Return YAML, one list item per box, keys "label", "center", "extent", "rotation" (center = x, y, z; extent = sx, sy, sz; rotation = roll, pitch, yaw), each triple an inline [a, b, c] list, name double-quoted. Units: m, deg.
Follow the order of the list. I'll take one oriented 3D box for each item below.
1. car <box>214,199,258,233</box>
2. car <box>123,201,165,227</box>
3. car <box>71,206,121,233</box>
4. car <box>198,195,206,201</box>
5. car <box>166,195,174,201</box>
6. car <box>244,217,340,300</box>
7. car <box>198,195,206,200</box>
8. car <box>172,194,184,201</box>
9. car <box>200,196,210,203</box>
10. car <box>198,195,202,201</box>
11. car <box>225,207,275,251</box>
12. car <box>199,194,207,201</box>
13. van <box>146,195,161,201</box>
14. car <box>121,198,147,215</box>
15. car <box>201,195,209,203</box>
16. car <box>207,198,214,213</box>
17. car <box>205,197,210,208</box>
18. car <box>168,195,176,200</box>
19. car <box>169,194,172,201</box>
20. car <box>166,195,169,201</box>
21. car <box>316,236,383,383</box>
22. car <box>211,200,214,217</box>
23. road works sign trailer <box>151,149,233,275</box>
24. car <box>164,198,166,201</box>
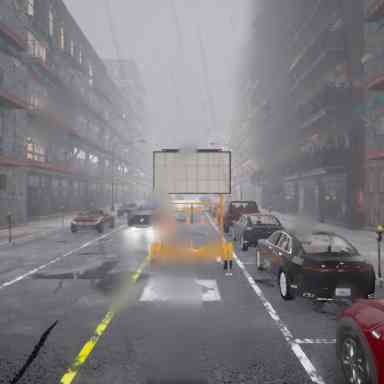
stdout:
- label: "car"
  center: [2.705, 1.316, 19.461]
  extent: [2.192, 1.841, 5.009]
  rotation: [1, 0, 0]
- label: "car"
  center: [-3.099, 1.564, 22.670]
  extent: [1.994, 1.385, 4.181]
  rotation: [0, 0, 0]
- label: "car"
  center: [-5.679, 1.583, 19.518]
  extent: [1.802, 1.307, 4.206]
  rotation: [1, 0, 0]
- label: "car"
  center: [2.705, 1.502, 87.511]
  extent: [1.887, 1.381, 4.507]
  rotation: [1, 0, 0]
- label: "car"
  center: [-5.674, 1.483, 87.406]
  extent: [1.752, 1.417, 4.829]
  rotation: [1, 0, 0]
- label: "car"
  center: [2.701, 1.553, 8.119]
  extent: [2.008, 1.369, 4.403]
  rotation: [1, 0, 0]
- label: "car"
  center: [2.705, 1.502, 93.181]
  extent: [2.008, 1.369, 4.403]
  rotation: [1, 0, 0]
- label: "car"
  center: [-2.997, 1.316, 80.780]
  extent: [2.097, 1.767, 4.553]
  rotation: [0, 0, 0]
- label: "car"
  center: [2.705, 1.557, 70.500]
  extent: [1.802, 1.307, 4.206]
  rotation: [1, 0, 0]
- label: "car"
  center: [2.705, 1.420, 64.828]
  extent: [1.967, 1.590, 4.097]
  rotation: [1, 0, 0]
- label: "car"
  center: [2.701, 1.553, 13.789]
  extent: [2.008, 1.369, 4.403]
  rotation: [1, 0, 0]
- label: "car"
  center: [2.706, 1.404, 81.839]
  extent: [1.967, 1.590, 4.097]
  rotation: [1, 0, 0]
- label: "van"
  center: [-5.674, 1.333, 47.876]
  extent: [1.690, 1.788, 3.998]
  rotation: [1, 0, 0]
- label: "car"
  center: [-5.678, 1.564, 30.862]
  extent: [1.947, 1.339, 4.313]
  rotation: [1, 0, 0]
- label: "car"
  center: [2.703, 1.517, 47.985]
  extent: [1.752, 1.417, 4.829]
  rotation: [1, 0, 0]
- label: "car"
  center: [2.702, 1.543, 30.802]
  extent: [1.887, 1.381, 4.507]
  rotation: [1, 0, 0]
- label: "car"
  center: [2.702, 1.541, 36.473]
  extent: [1.887, 1.381, 4.507]
  rotation: [1, 0, 0]
- label: "car"
  center: [-5.675, 1.502, 93.247]
  extent: [2.008, 1.369, 4.403]
  rotation: [1, 0, 0]
- label: "car"
  center: [-5.676, 1.530, 81.905]
  extent: [1.947, 1.339, 4.313]
  rotation: [1, 0, 0]
- label: "car"
  center: [-5.676, 1.536, 59.219]
  extent: [2.008, 1.369, 4.403]
  rotation: [1, 0, 0]
- label: "car"
  center: [2.702, 1.441, 2.448]
  extent: [1.967, 1.590, 4.097]
  rotation: [1, 0, 0]
- label: "car"
  center: [2.702, 1.525, 25.302]
  extent: [1.752, 1.417, 4.829]
  rotation: [1, 0, 0]
- label: "road works sign trailer"
  center: [0.000, 0.466, 10.397]
  extent: [2.380, 3.560, 2.880]
  rotation: [0, 0, 0]
- label: "car"
  center: [-5.677, 1.534, 53.547]
  extent: [1.887, 1.381, 4.507]
  rotation: [1, 0, 0]
